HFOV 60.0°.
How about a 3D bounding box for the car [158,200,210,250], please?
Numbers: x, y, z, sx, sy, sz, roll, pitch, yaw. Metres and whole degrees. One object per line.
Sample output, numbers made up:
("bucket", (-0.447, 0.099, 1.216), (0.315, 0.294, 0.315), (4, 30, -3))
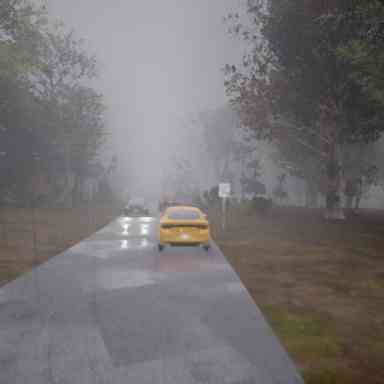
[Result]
("car", (-0.381, 1.334, 13.766), (1.882, 1.535, 5.008), (1, 1, -3))

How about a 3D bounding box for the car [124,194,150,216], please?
("car", (-4.478, 1.146, 27.388), (1.812, 1.442, 4.674), (1, 1, -7))

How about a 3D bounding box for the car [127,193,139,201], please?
("car", (-11.939, 1.024, 67.016), (2.033, 1.411, 5.357), (2, -1, -15))

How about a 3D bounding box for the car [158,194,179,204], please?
("car", (-2.379, 0.970, 34.269), (2.097, 1.767, 4.553), (1, 0, -8))
